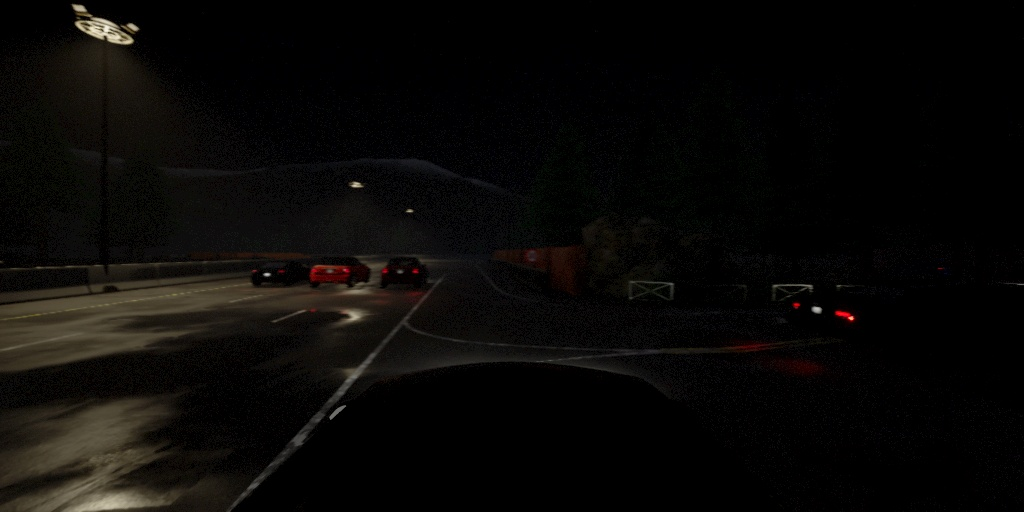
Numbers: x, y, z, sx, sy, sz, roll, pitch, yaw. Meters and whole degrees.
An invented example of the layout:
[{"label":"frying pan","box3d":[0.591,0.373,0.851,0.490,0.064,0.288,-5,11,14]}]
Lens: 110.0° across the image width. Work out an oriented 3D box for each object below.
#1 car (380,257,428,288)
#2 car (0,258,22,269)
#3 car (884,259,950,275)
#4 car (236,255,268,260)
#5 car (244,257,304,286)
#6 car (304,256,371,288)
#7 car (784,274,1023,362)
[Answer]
[{"label":"car","box3d":[-6.171,0.834,20.999,2.097,1.767,4.553,1,0,-7]},{"label":"car","box3d":[-27.043,0.680,17.134,1.837,1.490,4.892,1,1,-7]},{"label":"car","box3d":[43.024,1.326,37.937,2.150,2.045,5.566,1,1,-7]},{"label":"car","box3d":[-30.322,0.505,42.390,1.895,1.301,4.718,1,0,-7]},{"label":"car","box3d":[-13.231,0.931,20.983,1.994,1.385,4.181,1,1,-7]},{"label":"car","box3d":[-9.641,0.782,20.552,2.097,1.767,4.553,1,0,-7]},{"label":"car","box3d":[8.710,1.195,7.141,5.357,1.411,2.033,1,1,4]}]
